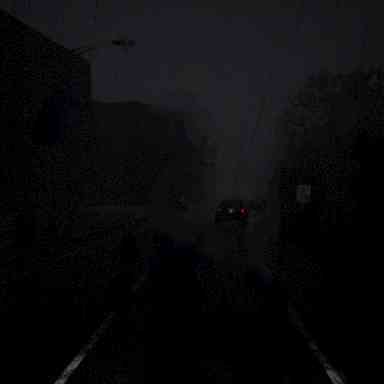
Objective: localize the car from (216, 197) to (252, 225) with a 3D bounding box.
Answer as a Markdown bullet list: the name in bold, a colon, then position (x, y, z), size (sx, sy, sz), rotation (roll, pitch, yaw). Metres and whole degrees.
- **car**: position (3.008, 1.300, 24.127), size (2.097, 1.767, 4.553), rotation (1, 0, 12)

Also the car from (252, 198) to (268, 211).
- **car**: position (8.248, 1.510, 41.449), size (1.882, 1.535, 5.008), rotation (2, 0, 21)

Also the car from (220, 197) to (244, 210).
- **car**: position (5.207, 1.421, 43.155), size (1.837, 1.490, 4.892), rotation (2, 0, 22)
